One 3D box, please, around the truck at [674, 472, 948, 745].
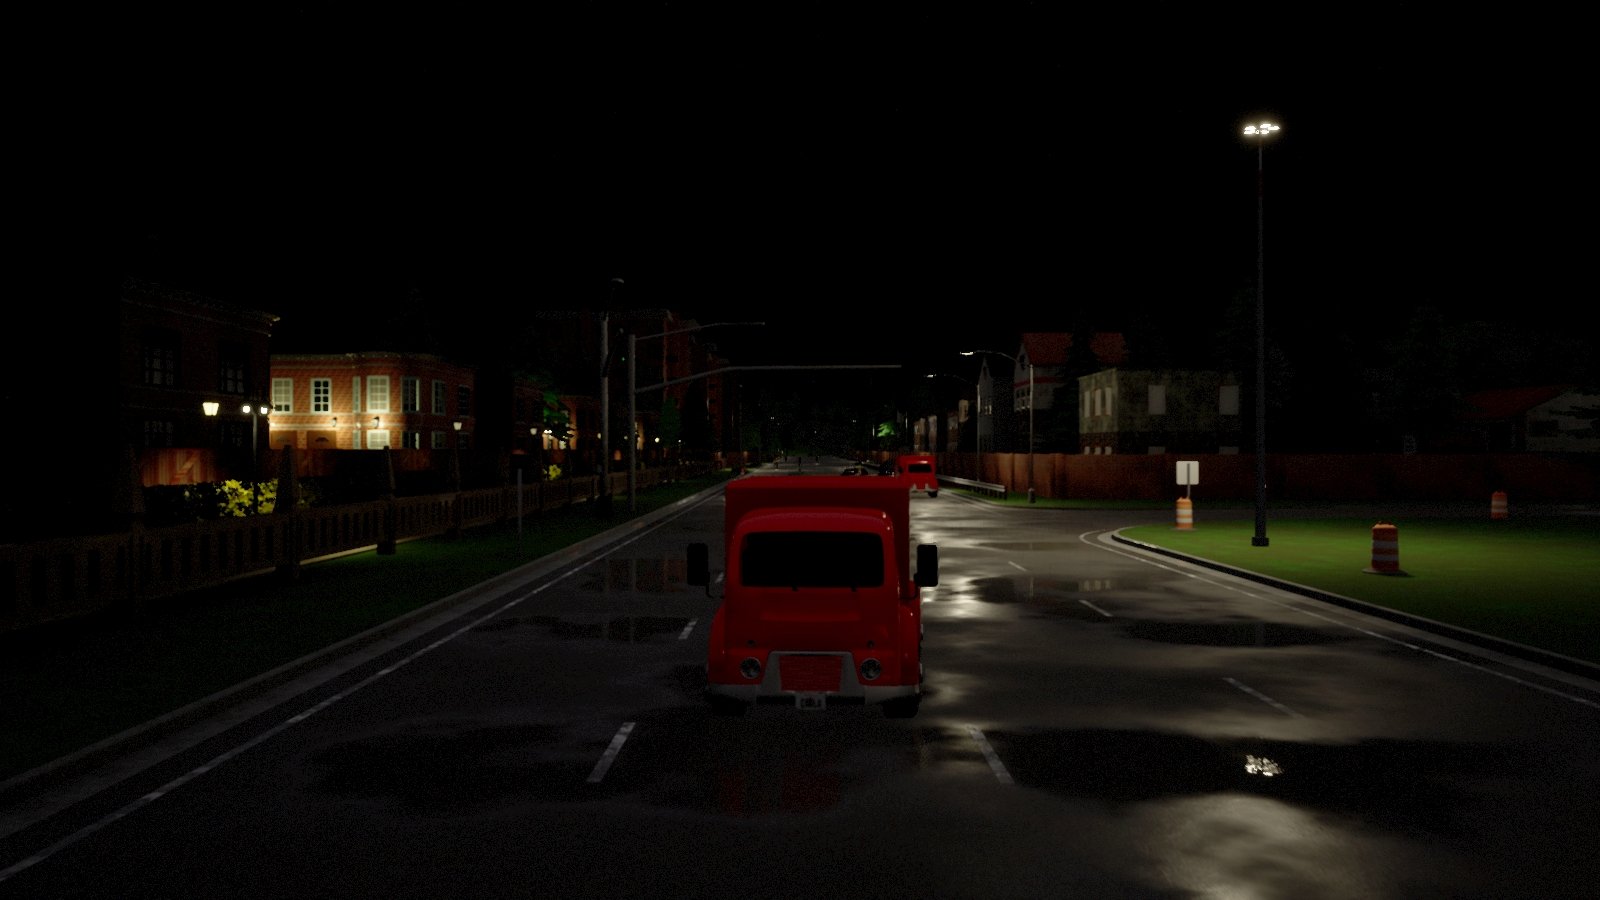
[{"bbox_3d":[0.220,1.566,13.558,2.627,2.467,5.204,0,0,3],"label":"truck"}]
